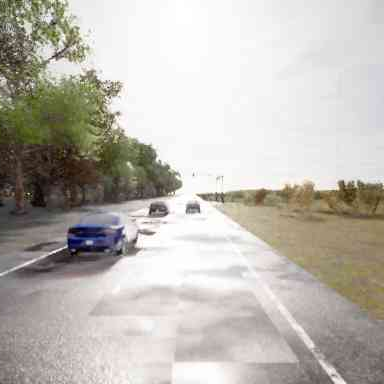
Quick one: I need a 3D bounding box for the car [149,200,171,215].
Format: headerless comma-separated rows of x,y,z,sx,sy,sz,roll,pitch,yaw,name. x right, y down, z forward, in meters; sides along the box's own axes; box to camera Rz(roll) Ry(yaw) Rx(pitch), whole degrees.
-3.384,1.589,35.169,1.837,1.490,4.892,0,-1,0,car

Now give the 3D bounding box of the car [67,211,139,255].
-3.392,1.513,13.490,1.882,1.535,5.008,0,0,0,car

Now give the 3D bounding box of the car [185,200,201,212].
0.121,1.645,41.026,2.033,1.411,5.357,0,0,0,car
